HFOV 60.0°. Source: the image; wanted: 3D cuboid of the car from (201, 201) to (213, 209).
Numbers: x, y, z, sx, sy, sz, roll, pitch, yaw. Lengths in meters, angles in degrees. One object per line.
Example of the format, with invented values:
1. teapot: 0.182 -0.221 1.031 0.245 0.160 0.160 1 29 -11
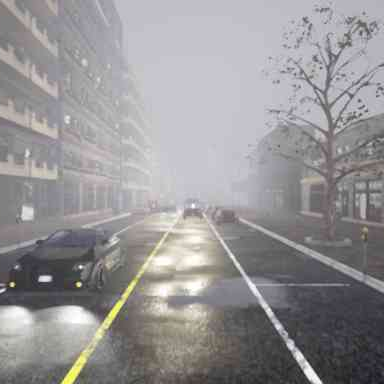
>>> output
1. car: 2.647 2.330 60.041 2.008 1.369 4.403 0 -1 0

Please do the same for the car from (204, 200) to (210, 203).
1. car: 2.657 1.988 42.954 1.967 1.590 4.097 0 -1 0

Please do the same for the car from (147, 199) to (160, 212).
1. car: -5.727 1.939 48.650 2.192 1.841 5.009 0 -1 0

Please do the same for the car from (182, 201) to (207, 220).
1. car: 0.071 1.905 32.812 2.128 1.511 4.902 0 -1 0

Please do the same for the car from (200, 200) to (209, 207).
1. car: 2.639 2.483 71.432 1.887 1.381 4.507 0 -1 0

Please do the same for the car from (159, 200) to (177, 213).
1. car: -3.122 2.201 46.858 1.895 1.301 4.718 0 -1 0

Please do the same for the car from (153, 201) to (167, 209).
1. car: -5.733 2.330 60.040 2.008 1.369 4.403 0 -1 0

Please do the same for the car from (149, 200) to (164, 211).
1. car: -5.730 2.141 54.345 1.967 1.590 4.097 0 -1 0

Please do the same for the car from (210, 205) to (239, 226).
1. car: 2.670 1.905 25.864 1.802 1.307 4.206 0 -1 0

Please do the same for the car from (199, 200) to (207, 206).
1. car: 2.632 2.646 82.824 1.887 1.381 4.507 0 -1 0

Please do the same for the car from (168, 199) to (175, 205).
1. car: -5.756 2.791 94.046 1.752 1.417 4.829 0 -1 0

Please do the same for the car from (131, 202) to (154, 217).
1. car: -5.719 2.054 37.254 1.802 1.307 4.206 0 -1 0

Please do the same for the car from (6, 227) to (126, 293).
1. car: -3.108 1.676 9.035 1.994 1.385 4.181 0 -1 0

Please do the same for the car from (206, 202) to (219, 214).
1. car: 2.666 1.963 31.560 1.947 1.339 4.313 0 -1 0

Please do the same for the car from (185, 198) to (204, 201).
1. car: 0.040 1.771 42.983 2.150 2.045 5.566 0 -1 0
